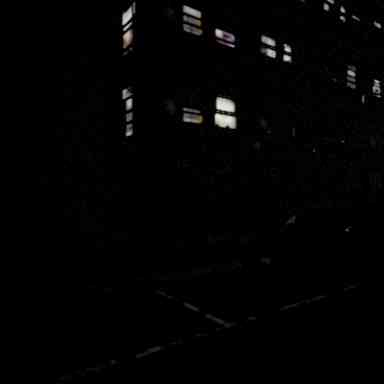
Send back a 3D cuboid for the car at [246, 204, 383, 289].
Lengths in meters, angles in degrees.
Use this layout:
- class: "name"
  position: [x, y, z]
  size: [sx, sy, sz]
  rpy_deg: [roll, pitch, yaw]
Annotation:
- class: "car"
  position: [3.786, 1.283, 9.264]
  size: [5.009, 1.841, 2.192]
  rpy_deg: [0, 0, -36]
